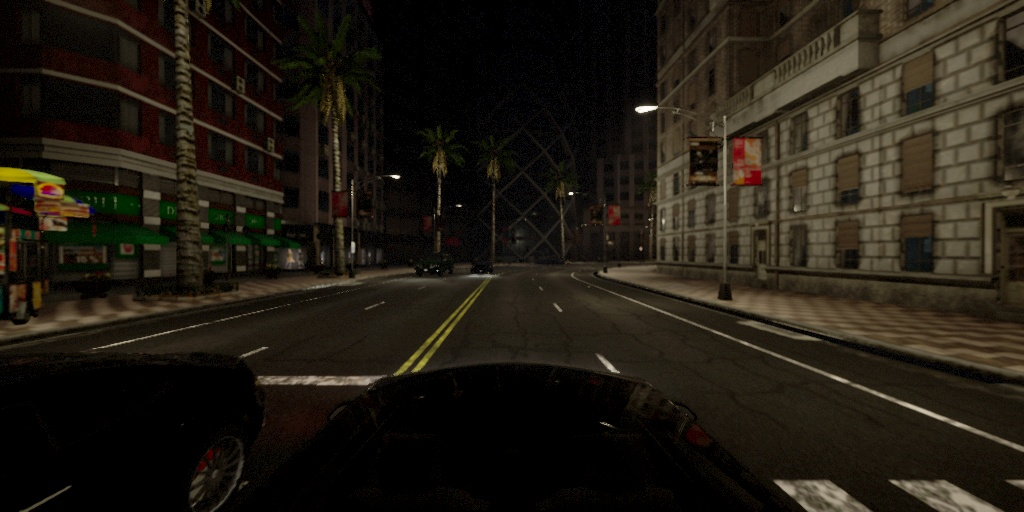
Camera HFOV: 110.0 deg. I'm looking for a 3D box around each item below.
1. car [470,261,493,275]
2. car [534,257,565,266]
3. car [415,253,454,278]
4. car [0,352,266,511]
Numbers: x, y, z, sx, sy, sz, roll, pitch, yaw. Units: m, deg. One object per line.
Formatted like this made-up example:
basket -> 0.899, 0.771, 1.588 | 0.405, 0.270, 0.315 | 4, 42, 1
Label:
car -> -2.930, 1.166, 35.108 | 1.994, 1.385, 4.181 | 0, 1, -1
car -> 6.372, 0.942, 60.418 | 5.357, 1.411, 2.033 | 0, 1, -30
car -> -6.787, 0.780, 32.106 | 2.150, 2.045, 5.566 | 0, 0, 6
car -> -3.075, 1.337, 1.398 | 1.812, 1.442, 4.674 | 0, 1, -2
